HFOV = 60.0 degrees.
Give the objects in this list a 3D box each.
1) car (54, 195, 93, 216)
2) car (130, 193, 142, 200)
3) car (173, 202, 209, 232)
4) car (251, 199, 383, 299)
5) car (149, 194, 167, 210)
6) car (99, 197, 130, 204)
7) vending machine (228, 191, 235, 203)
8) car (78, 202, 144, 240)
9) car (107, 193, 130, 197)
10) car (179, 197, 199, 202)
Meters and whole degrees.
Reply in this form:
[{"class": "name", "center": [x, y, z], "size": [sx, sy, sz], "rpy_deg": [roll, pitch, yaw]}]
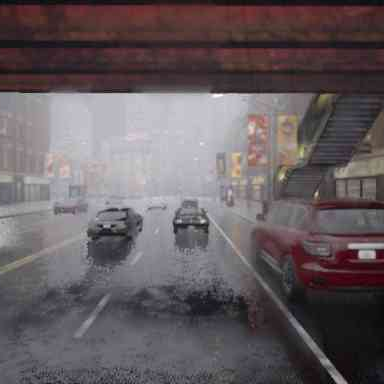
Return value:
[{"class": "car", "center": [-10.920, 1.282, 30.397], "size": [1.882, 1.535, 5.008], "rpy_deg": [0, 0, -1]}, {"class": "car", "center": [-12.374, 1.020, 72.235], "size": [1.837, 1.490, 4.892], "rpy_deg": [0, 0, -28]}, {"class": "car", "center": [-0.074, 1.481, 18.916], "size": [1.895, 1.301, 4.718], "rpy_deg": [0, 0, -1]}, {"class": "car", "center": [3.010, 1.175, 8.500], "size": [2.435, 2.045, 5.566], "rpy_deg": [0, 0, -1]}, {"class": "car", "center": [-3.828, 1.287, 37.586], "size": [1.812, 1.442, 4.674], "rpy_deg": [0, 0, -1]}, {"class": "car", "center": [-7.428, 1.403, 31.026], "size": [1.895, 1.301, 4.718], "rpy_deg": [0, 0, -1]}, {"class": "vending machine", "center": [6.717, 0.841, 56.505], "size": [1.100, 2.100, 0.880], "rpy_deg": [0, 0, -2]}, {"class": "car", "center": [-3.539, 1.444, 16.184], "size": [2.033, 1.411, 5.357], "rpy_deg": [0, 0, -1]}, {"class": "car", "center": [-15.855, 1.083, 71.271], "size": [2.033, 1.411, 5.357], "rpy_deg": [0, 0, -32]}, {"class": "car", "center": [-0.302, 1.273, 36.637], "size": [1.837, 1.490, 4.892], "rpy_deg": [0, 0, -1]}]
